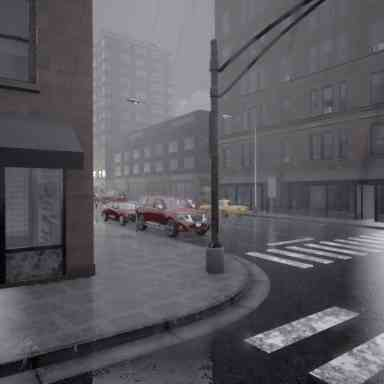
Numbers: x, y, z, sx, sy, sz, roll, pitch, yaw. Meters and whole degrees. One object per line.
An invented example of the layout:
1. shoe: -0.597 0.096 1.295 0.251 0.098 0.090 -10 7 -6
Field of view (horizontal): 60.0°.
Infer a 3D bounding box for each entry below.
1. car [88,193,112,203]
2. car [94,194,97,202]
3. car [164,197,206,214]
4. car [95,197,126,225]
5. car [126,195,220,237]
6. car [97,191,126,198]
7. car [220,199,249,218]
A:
1. car: -13.549 0.883 48.717 2.008 1.369 4.403 1 0 -36
2. car: -14.228 0.882 45.174 1.837 1.490 4.892 0 1 -35
3. car: -0.695 1.203 30.952 1.802 1.307 4.206 1 0 -36
4. car: -4.393 1.288 21.520 1.887 1.381 4.507 1 0 -36
5. car: -1.175 1.138 17.079 2.192 1.841 5.009 1 0 -36
6. car: -10.333 0.717 44.274 2.192 1.841 5.009 1 0 -36
7. car: 2.419 1.222 26.648 1.752 1.417 4.829 1 0 -36
